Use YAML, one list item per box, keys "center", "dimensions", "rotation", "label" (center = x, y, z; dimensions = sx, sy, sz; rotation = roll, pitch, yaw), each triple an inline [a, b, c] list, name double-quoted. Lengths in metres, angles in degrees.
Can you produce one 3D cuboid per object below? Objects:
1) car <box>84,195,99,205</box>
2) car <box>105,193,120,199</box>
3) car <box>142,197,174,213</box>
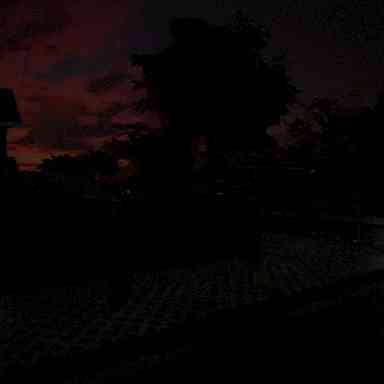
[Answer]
- center: [-14.937, 1.161, 48.935]
  dimensions: [1.812, 1.442, 4.674]
  rotation: [-1, 1, -31]
  label: "car"
- center: [-22.402, 0.928, 92.168]
  dimensions: [2.097, 1.767, 4.553]
  rotation: [-1, 0, 5]
  label: "car"
- center: [-3.185, 1.263, 31.290]
  dimensions: [2.128, 1.511, 4.902]
  rotation: [-1, 1, -34]
  label: "car"
